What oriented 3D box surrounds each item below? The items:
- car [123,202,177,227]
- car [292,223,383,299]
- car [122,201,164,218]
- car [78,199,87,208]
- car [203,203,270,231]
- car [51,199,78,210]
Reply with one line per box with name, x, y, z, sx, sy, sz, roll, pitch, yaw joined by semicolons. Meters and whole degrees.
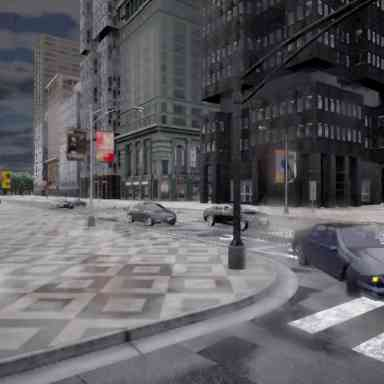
car;-2.859;1.497;22.858;1.837;1.490;4.892;0;0;-35
car;4.241;1.550;8.800;2.033;1.411;5.357;0;0;-1
car;-4.653;1.585;30.980;1.895;1.301;4.718;0;0;-35
car;-16.720;1.589;48.082;1.895;1.301;4.718;0;0;-35
car;2.665;1.481;20.705;2.128;1.511;4.902;0;0;-35
car;-16.323;1.557;41.835;1.994;1.385;4.181;0;0;-35
